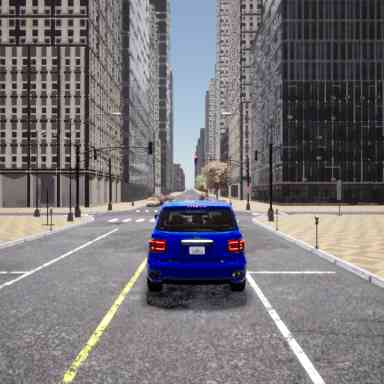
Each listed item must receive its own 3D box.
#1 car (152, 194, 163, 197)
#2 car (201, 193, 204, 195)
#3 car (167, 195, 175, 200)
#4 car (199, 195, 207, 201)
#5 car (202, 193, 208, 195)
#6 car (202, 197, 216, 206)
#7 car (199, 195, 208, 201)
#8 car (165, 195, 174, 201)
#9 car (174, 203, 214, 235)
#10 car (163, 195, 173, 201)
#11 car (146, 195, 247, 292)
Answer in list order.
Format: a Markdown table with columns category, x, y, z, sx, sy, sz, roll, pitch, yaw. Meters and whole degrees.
| category | x | y | z | sx | sy | sz | roll | pitch | yaw |
| --- | --- | --- | --- | --- | --- | --- | --- | --- | --- |
| car | -5.815 | 1.485 | 50.094 | 1.752 | 1.417 | 4.829 | 0 | 0 | 0 |
| car | 2.698 | 1.224 | 72.964 | 2.192 | 1.841 | 5.009 | 0 | 0 | 0 |
| car | -5.683 | 1.411 | 89.995 | 2.008 | 1.369 | 4.403 | 0 | 0 | 0 |
| car | 2.697 | 1.422 | 84.313 | 1.887 | 1.381 | 4.507 | 0 | 0 | 0 |
| car | 2.826 | 1.400 | 50.263 | 1.967 | 1.590 | 4.097 | 0 | 0 | 0 |
| car | 2.795 | 1.500 | 55.941 | 2.008 | 1.369 | 4.403 | 0 | 0 | 0 |
| car | 2.697 | 1.419 | 78.809 | 1.752 | 1.417 | 4.829 | 0 | 0 | 0 |
| car | -5.684 | 1.428 | 84.320 | 2.008 | 1.369 | 4.403 | 0 | 0 | 0 |
| car | 0.096 | 1.486 | 19.822 | 2.128 | 1.511 | 4.902 | 0 | 0 | 0 |
| car | -5.684 | 1.438 | 78.644 | 1.887 | 1.381 | 4.507 | 0 | 0 | 0 |
| car | 0.099 | 1.221 | 9.093 | 2.150 | 2.045 | 5.566 | 0 | 0 | 0 |
